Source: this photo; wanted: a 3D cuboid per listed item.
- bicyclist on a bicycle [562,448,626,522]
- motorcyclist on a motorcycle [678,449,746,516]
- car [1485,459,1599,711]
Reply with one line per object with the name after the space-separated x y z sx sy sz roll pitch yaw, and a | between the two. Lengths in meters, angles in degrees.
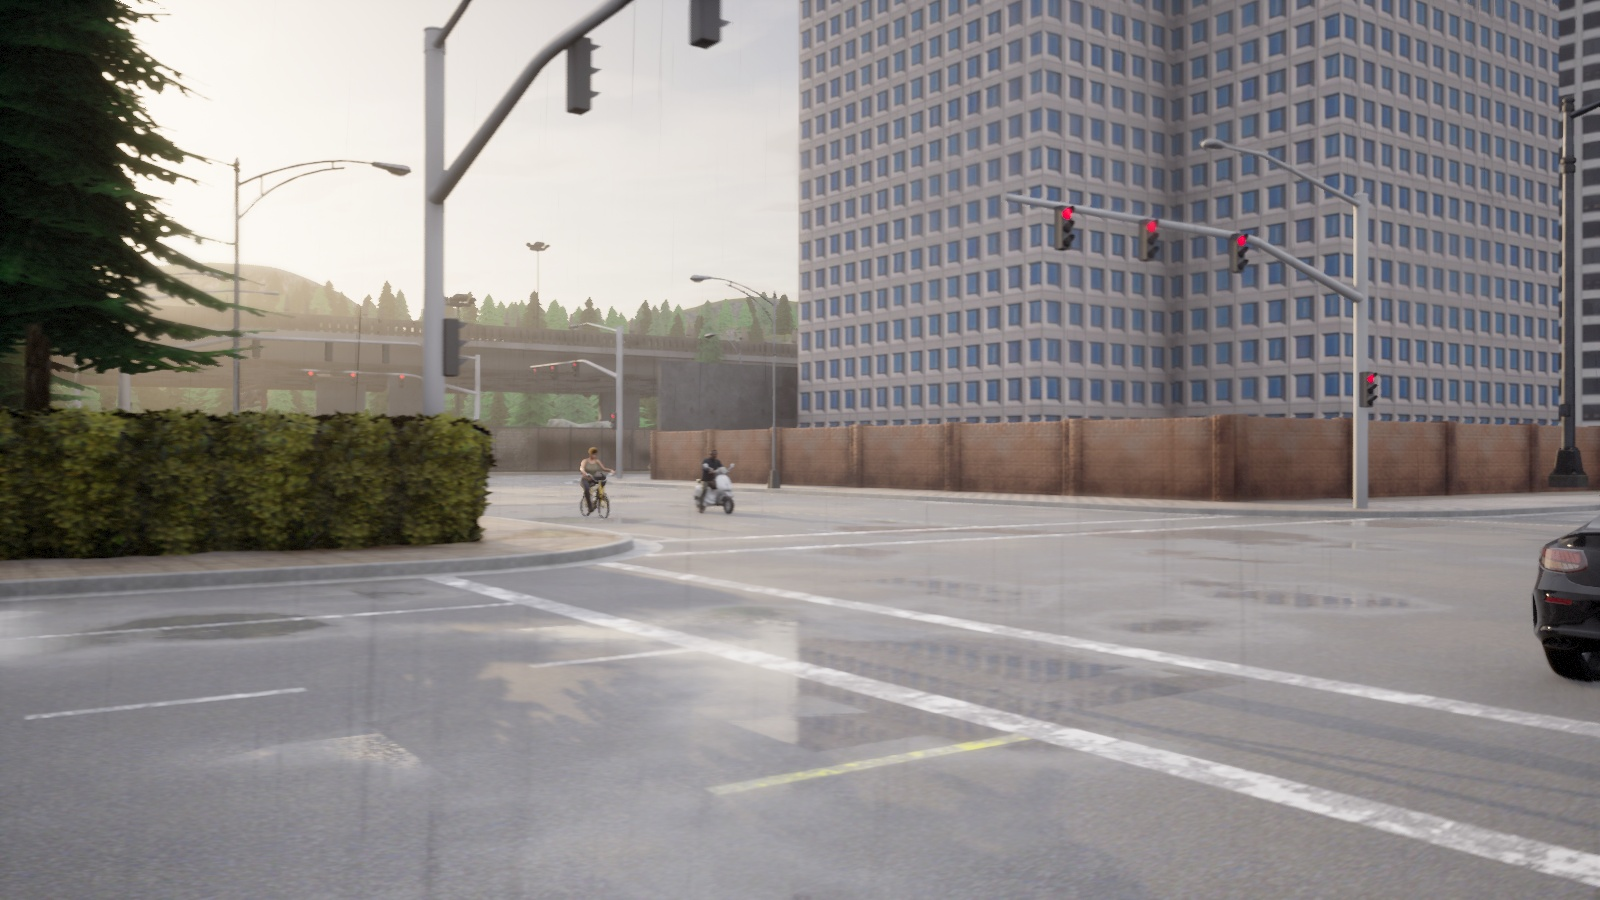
-4.657 0.761 28.307 0.866 1.612 1.509 0 0 -34 | bicyclist on a bicycle
-2.178 0.779 30.871 0.866 1.590 1.817 0 0 -34 | motorcyclist on a motorcycle
6.649 0.777 8.347 4.674 1.442 1.812 0 0 -35 | car
